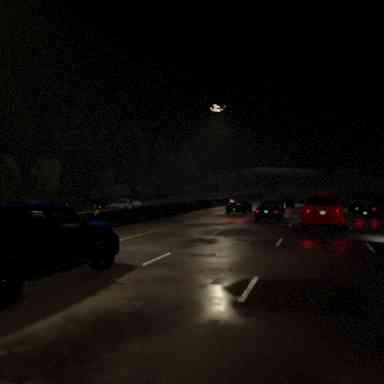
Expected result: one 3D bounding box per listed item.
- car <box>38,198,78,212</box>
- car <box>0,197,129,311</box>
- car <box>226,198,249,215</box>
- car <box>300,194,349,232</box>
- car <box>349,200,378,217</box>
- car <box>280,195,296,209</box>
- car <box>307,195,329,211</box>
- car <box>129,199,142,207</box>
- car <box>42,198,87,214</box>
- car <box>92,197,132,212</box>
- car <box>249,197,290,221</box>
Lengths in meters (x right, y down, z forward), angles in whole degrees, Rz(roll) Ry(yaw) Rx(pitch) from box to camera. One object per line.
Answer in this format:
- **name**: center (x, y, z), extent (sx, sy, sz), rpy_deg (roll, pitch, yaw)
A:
- **car**: center (-15.438, 1.415, 38.574), extent (1.994, 1.385, 4.181), rpy_deg (0, 1, 20)
- **car**: center (-4.015, 1.223, 8.080), extent (2.150, 2.045, 5.566), rpy_deg (0, 0, 20)
- **car**: center (4.549, 1.292, 31.594), extent (2.128, 1.511, 4.902), rpy_deg (0, 1, 20)
- **car**: center (7.599, 1.117, 19.514), extent (2.150, 2.045, 5.566), rpy_deg (0, 1, 20)
- **car**: center (14.701, 1.364, 28.804), extent (1.895, 1.301, 4.718), rpy_deg (0, 1, 20)
- **car**: center (11.354, 1.145, 40.051), extent (1.837, 1.490, 4.892), rpy_deg (0, 1, 20)
- **car**: center (13.857, 1.161, 36.695), extent (2.128, 1.511, 4.902), rpy_deg (0, 1, 20)
- **car**: center (-6.530, 1.387, 32.382), extent (1.812, 1.442, 4.674), rpy_deg (0, 1, 20)
- **car**: center (-13.152, 1.404, 34.663), extent (1.812, 1.442, 4.674), rpy_deg (0, 1, 20)
- **car**: center (-8.689, 1.336, 36.642), extent (1.837, 1.490, 4.892), rpy_deg (0, 0, 20)
- **car**: center (6.009, 1.401, 25.377), extent (2.033, 1.411, 5.357), rpy_deg (0, 1, 20)
